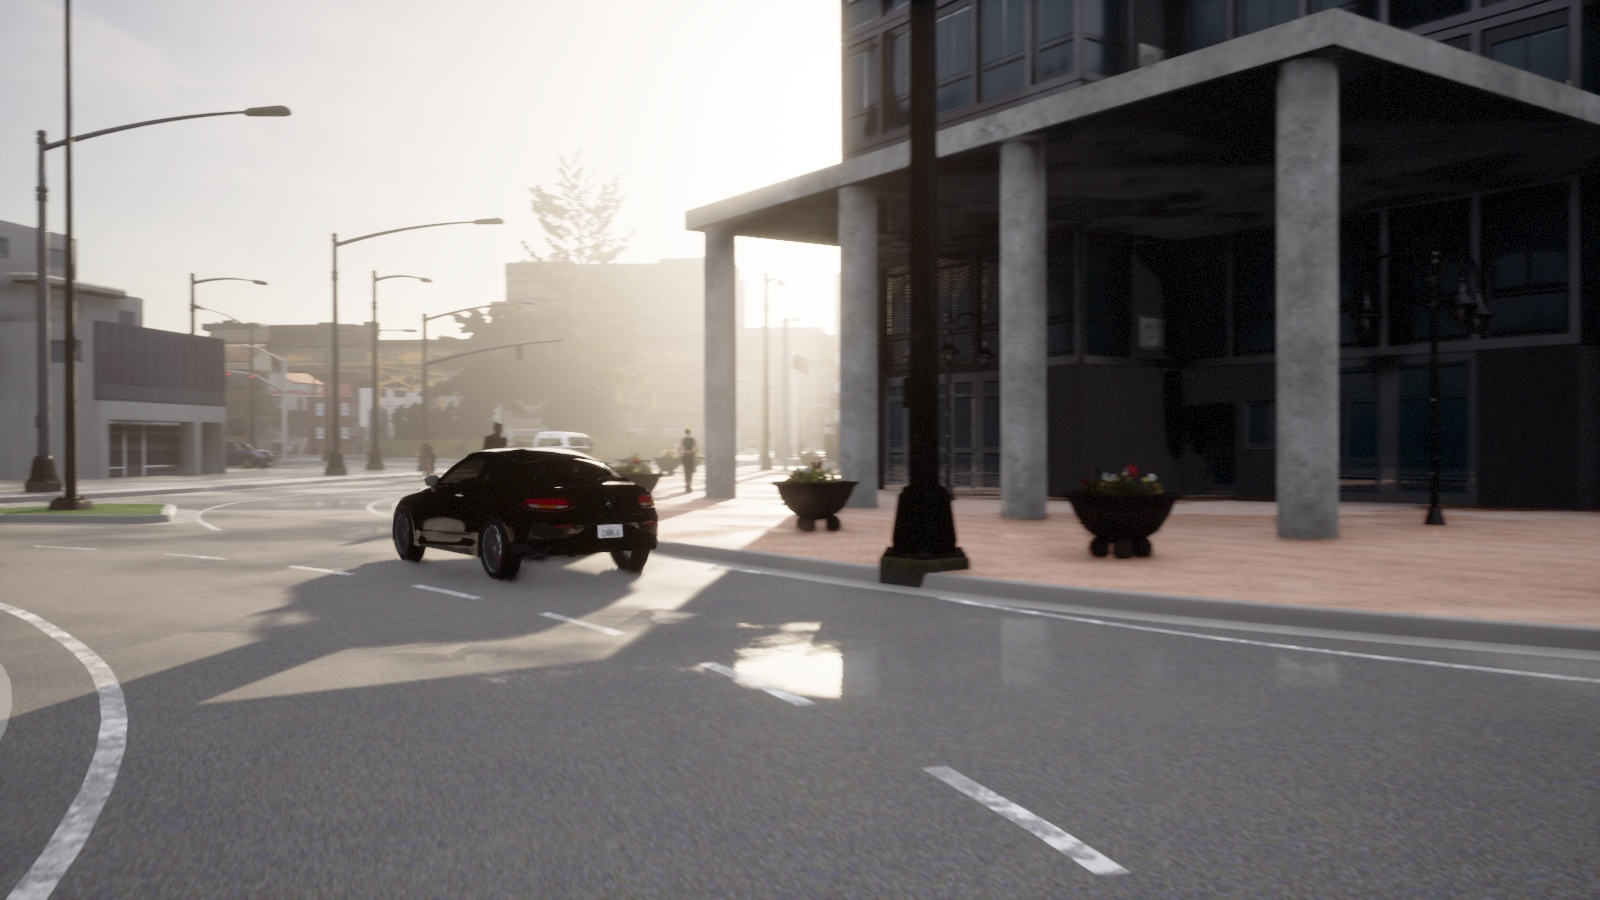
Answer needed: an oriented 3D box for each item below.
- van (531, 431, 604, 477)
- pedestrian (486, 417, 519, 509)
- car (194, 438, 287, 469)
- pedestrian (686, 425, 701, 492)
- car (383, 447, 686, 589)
[{"bbox_3d":[-10.565,0.159,57.337,2.069,2.038,4.480,0,0,6],"label":"van"},{"bbox_3d":[-6.044,0.259,25.504,0.431,1.840,0.703,0,0,-36],"label":"pedestrian"},{"bbox_3d":[-32.939,0.183,73.993,4.553,1.767,2.097,0,0,6],"label":"car"},{"bbox_3d":[-2.938,0.227,34.662,0.345,1.836,0.594,0,0,-1],"label":"pedestrian"},{"bbox_3d":[-3.388,0.690,15.257,1.812,1.442,4.674,0,0,-37],"label":"car"}]
